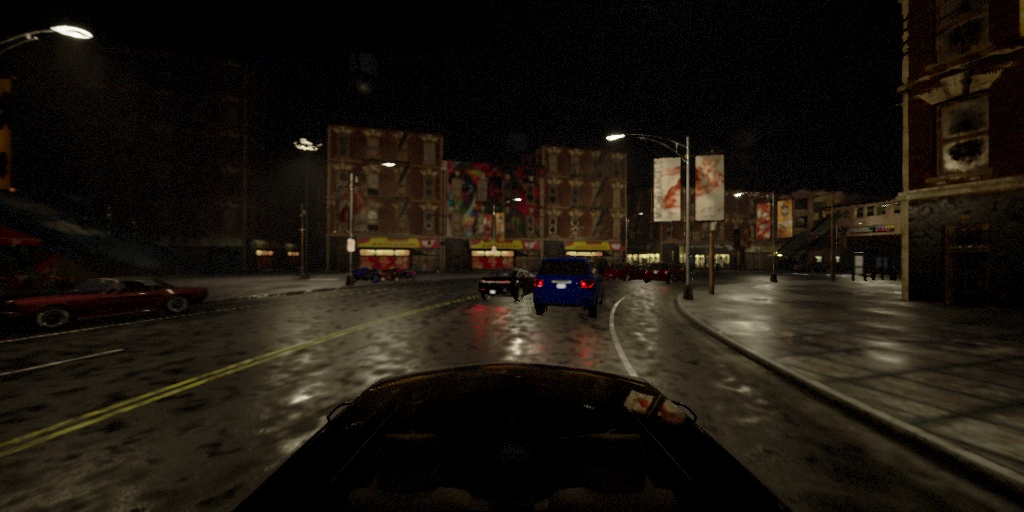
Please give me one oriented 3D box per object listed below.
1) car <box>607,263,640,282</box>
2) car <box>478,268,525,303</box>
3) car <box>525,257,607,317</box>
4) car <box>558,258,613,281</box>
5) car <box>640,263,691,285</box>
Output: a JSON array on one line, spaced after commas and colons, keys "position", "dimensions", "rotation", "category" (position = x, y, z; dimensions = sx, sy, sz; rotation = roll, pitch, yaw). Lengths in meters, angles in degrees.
[{"position": [10.172, 1.464, 31.720], "dimensions": [5.008, 1.535, 1.882], "rotation": [1, -1, -41], "category": "car"}, {"position": [0.041, 1.341, 17.675], "dimensions": [2.128, 1.511, 4.902], "rotation": [0, 0, 21], "category": "car"}, {"position": [2.357, 1.062, 14.015], "dimensions": [2.150, 2.045, 5.566], "rotation": [0, 0, 17], "category": "car"}, {"position": [7.001, 1.206, 33.917], "dimensions": [5.566, 2.045, 2.150], "rotation": [1, -1, -41], "category": "car"}, {"position": [12.835, 1.337, 29.384], "dimensions": [4.553, 1.767, 2.097], "rotation": [1, 0, -40], "category": "car"}]
